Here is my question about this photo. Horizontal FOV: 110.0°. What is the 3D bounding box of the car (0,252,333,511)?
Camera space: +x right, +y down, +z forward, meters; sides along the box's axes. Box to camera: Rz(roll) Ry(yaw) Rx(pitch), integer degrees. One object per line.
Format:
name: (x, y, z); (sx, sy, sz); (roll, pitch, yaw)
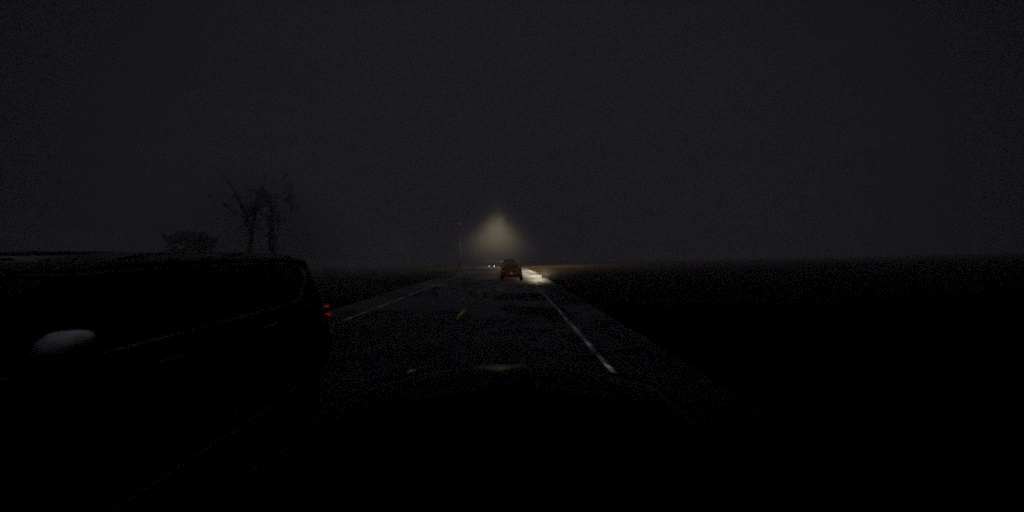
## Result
car: (-3.602, 0.976, 2.818); (2.150, 2.045, 5.566); (0, 0, 0)

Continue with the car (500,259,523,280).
car: (-0.073, 1.267, 32.128); (1.882, 1.535, 5.008); (0, 0, -1)
